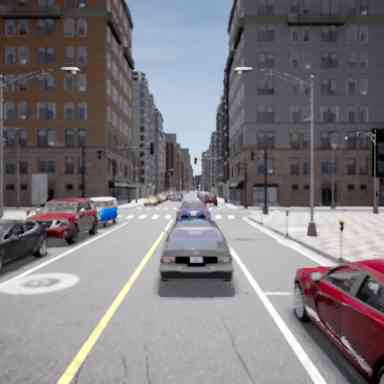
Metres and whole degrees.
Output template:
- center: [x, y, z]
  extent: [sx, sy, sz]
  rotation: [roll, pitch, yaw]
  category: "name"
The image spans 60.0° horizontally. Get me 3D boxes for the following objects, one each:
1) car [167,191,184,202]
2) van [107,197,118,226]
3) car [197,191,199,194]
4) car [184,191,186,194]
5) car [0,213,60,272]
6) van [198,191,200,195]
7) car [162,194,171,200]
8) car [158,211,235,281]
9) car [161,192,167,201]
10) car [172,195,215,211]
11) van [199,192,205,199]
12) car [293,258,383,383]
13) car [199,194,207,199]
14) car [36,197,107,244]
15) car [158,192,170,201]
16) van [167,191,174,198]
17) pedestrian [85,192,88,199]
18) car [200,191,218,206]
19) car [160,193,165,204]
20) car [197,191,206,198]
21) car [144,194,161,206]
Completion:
- center: [-3.070, 0.977, 63.570]
  extent: [2.097, 1.767, 4.553]
  rotation: [0, 0, 0]
  category: "car"
- center: [-5.872, 1.248, 21.226]
  extent: [1.690, 1.788, 3.998]
  rotation: [0, 0, 0]
  category: "van"
- center: [2.617, 1.057, 76.674]
  extent: [1.752, 1.417, 4.829]
  rotation: [0, 0, 0]
  category: "car"
- center: [-3.053, 0.736, 78.928]
  extent: [2.150, 2.045, 5.566]
  rotation: [0, 0, 0]
  category: "car"
- center: [-5.864, 1.523, 9.946]
  extent: [1.947, 1.339, 4.313]
  rotation: [0, 0, 0]
  category: "car"
- center: [2.625, 0.954, 65.190]
  extent: [1.690, 1.788, 3.998]
  rotation: [0, 0, 0]
  category: "van"
- center: [-5.908, 1.114, 76.517]
  extent: [1.802, 1.307, 4.206]
  rotation: [0, 0, 0]
  category: "car"
- center: [0.094, 1.505, 9.712]
  extent: [2.033, 1.411, 5.357]
  rotation: [0, 0, 0]
  category: "car"
- center: [-5.897, 1.179, 59.382]
  extent: [1.752, 1.417, 4.829]
  rotation: [0, 0, 0]
  category: "car"
- center: [0.080, 1.260, 20.992]
  extent: [2.097, 1.767, 4.553]
  rotation: [0, 0, 0]
  category: "car"
- center: [2.610, 0.791, 87.815]
  extent: [1.690, 1.788, 3.998]
  rotation: [0, 0, 0]
  category: "van"
- center: [2.665, 1.526, 4.287]
  extent: [1.887, 1.381, 4.507]
  rotation: [0, 0, 0]
  category: "car"
- center: [2.613, 1.073, 82.161]
  extent: [1.802, 1.307, 4.206]
  rotation: [0, 0, 0]
  category: "car"
- center: [-5.868, 1.248, 15.585]
  extent: [2.192, 1.841, 5.009]
  rotation: [0, 0, 0]
  category: "car"
- center: [-5.904, 0.888, 70.861]
  extent: [2.192, 1.841, 5.009]
  rotation: [0, 0, 0]
  category: "car"
- center: [-5.919, 0.749, 93.480]
  extent: [1.690, 1.788, 3.998]
  rotation: [0, 0, 0]
  category: "van"
- center: [-12.578, 0.928, 39.186]
  extent: [0.375, 1.860, 0.375]
  rotation: [0, 0, 1]
  category: "pedestrian"
- center: [2.637, 1.046, 48.220]
  extent: [2.192, 1.841, 5.009]
  rotation: [0, 0, 0]
  category: "car"
- center: [-5.893, 1.258, 53.898]
  extent: [1.947, 1.339, 4.313]
  rotation: [0, 0, 0]
  category: "car"
- center: [2.606, 0.723, 93.471]
  extent: [2.192, 1.841, 5.009]
  rotation: [0, 0, 0]
  category: "car"
- center: [-5.889, 1.257, 48.073]
  extent: [1.752, 1.417, 4.829]
  rotation: [0, 0, 0]
  category: "car"
